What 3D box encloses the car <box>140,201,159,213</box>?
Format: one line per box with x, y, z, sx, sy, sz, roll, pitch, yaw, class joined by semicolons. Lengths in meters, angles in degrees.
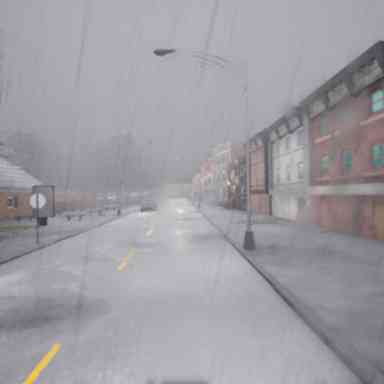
-5.233;1.843;41.443;1.994;1.385;4.181;-1;0;-2;car
